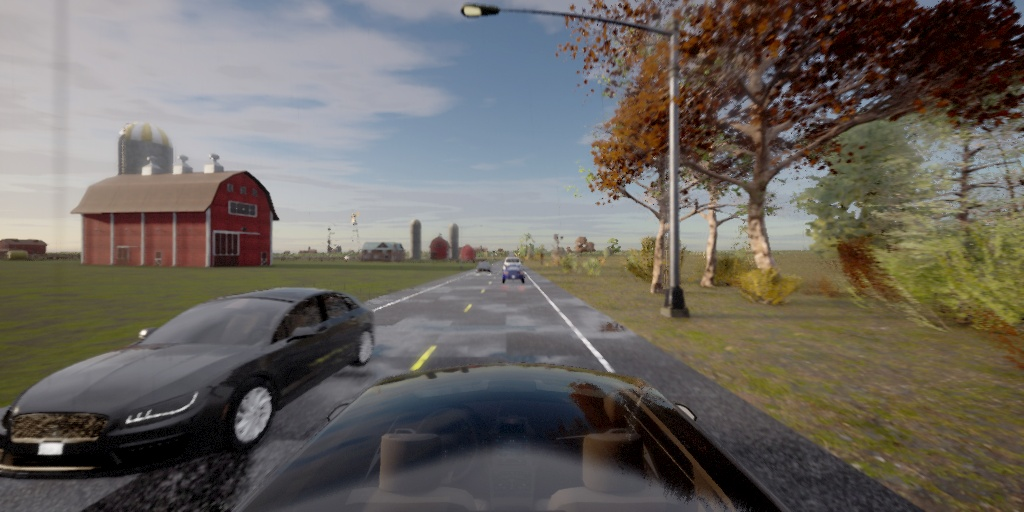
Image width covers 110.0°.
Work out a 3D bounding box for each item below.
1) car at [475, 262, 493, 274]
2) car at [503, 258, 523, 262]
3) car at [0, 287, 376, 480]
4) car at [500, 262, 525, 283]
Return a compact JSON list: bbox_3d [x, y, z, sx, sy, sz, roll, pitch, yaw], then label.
[{"bbox_3d":[-3.584,1.496,46.376,1.837,1.490,4.892,0,-1,0],"label":"car"},{"bbox_3d":[0.092,1.193,42.513,2.150,2.045,5.566,0,0,0],"label":"car"},{"bbox_3d":[-3.598,1.275,5.227,1.837,1.490,4.892,0,-1,0],"label":"car"},{"bbox_3d":[0.103,1.428,29.763,1.812,1.442,4.674,0,0,0],"label":"car"}]
